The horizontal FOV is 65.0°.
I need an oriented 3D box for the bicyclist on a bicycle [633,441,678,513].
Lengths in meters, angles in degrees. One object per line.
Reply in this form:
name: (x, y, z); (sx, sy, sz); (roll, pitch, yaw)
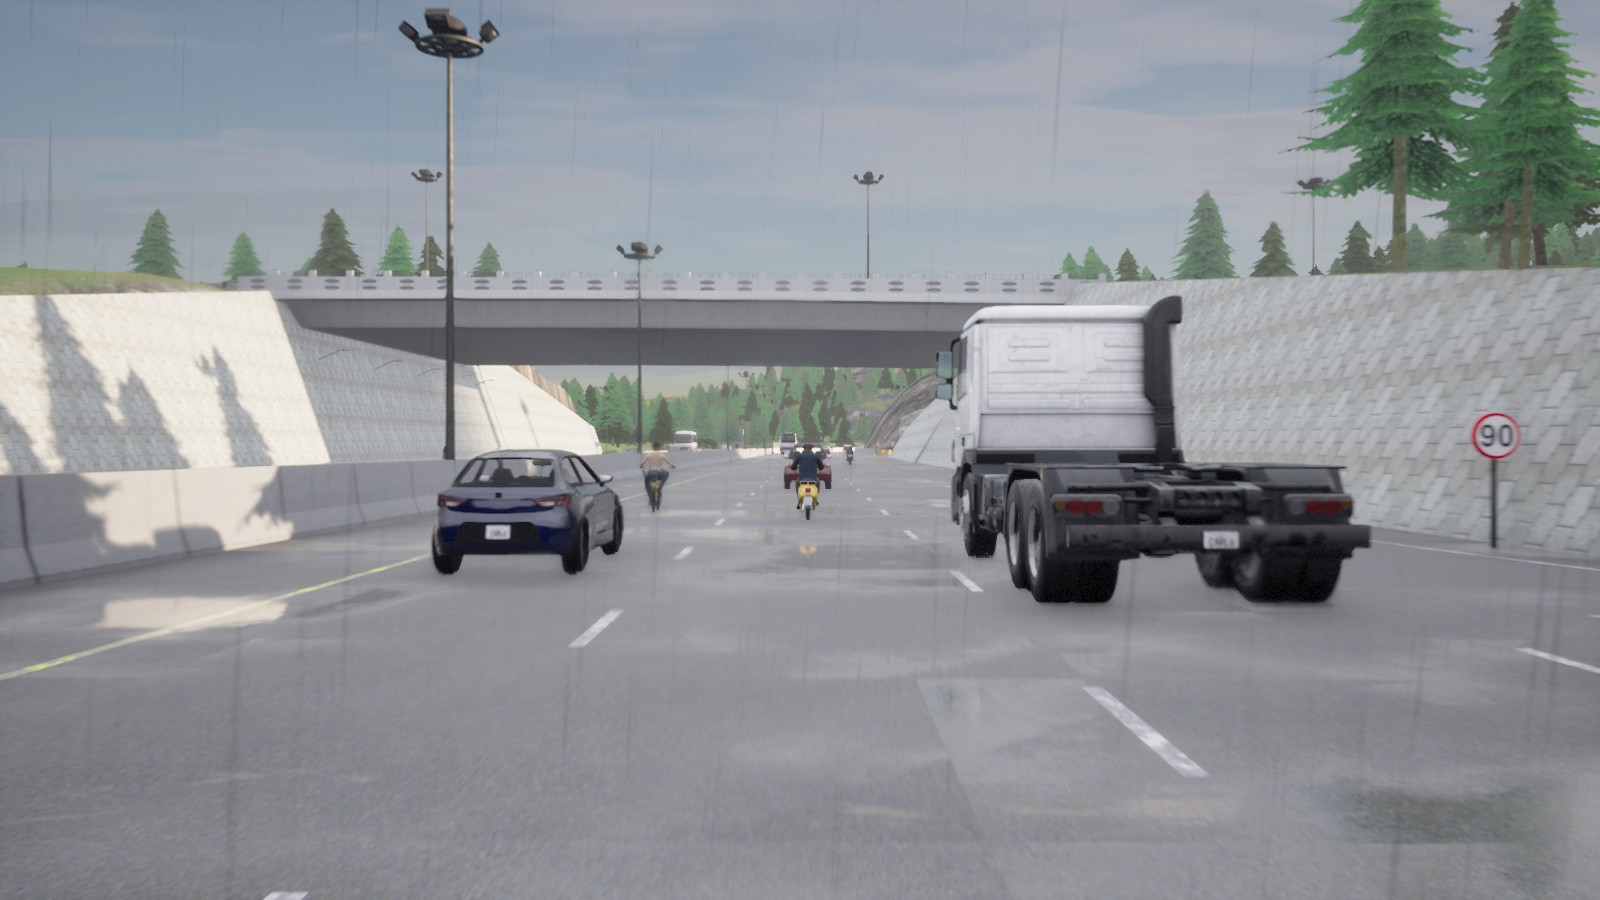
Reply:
bicyclist on a bicycle: (-3.315, 0.613, 28.869); (0.866, 1.612, 1.509); (0, 0, 0)

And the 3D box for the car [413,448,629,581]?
car: (-3.392, 0.720, 16.091); (1.816, 1.474, 4.193); (0, 0, 0)

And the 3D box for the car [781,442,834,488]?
car: (0.282, 0.537, 46.400); (1.851, 1.617, 3.988); (0, 0, 0)

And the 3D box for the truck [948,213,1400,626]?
truck: (3.600, -0.266, 14.496); (2.891, 3.462, 7.936); (0, 0, 0)

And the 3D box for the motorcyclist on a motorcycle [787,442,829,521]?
motorcyclist on a motorcycle: (0.167, 0.639, 26.405); (0.866, 1.590, 1.817); (0, 0, 0)
